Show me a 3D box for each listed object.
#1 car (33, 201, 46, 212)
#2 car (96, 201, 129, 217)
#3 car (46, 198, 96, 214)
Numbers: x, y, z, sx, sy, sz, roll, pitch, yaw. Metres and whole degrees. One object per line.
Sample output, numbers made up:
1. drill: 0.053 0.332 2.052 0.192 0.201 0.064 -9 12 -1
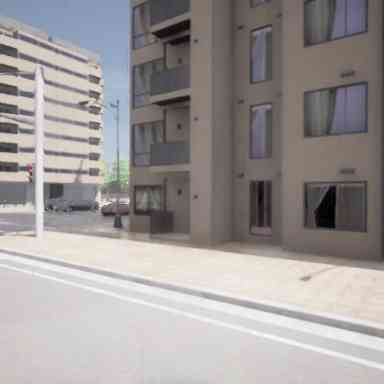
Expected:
1. car: -14.815 1.419 36.349 2.128 1.511 4.902 0 0 35
2. car: -6.150 1.515 30.087 1.994 1.385 4.181 0 0 35
3. car: -11.944 1.427 34.347 2.128 1.511 4.902 0 0 35
